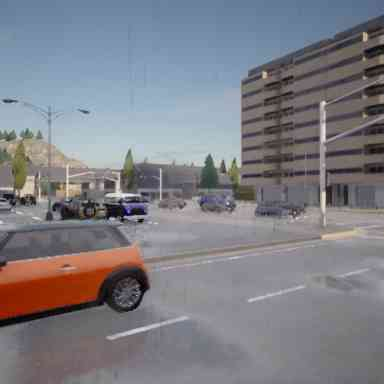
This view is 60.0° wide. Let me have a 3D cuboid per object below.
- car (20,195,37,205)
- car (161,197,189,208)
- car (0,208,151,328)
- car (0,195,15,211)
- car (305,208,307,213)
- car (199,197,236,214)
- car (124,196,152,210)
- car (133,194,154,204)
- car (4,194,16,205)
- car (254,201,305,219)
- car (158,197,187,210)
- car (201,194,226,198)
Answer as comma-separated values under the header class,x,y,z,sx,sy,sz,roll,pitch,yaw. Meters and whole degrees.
class,x,y,z,sx,sy,sz,roll,pitch,yaw
car,-27.287,1.215,55.334,1.932,1.855,4.605,0,0,-35
car,-2.649,1.577,50.815,1.837,1.490,4.892,0,0,-35
car,-3.111,1.352,6.074,4.553,1.767,2.097,0,0,-36
car,-21.826,1.454,37.877,1.970,1.475,3.806,0,0,-35
car,9.072,1.619,34.292,2.033,1.411,5.357,0,0,-35
car,2.813,1.634,37.066,1.994,1.385,4.181,0,0,-35
car,-8.723,1.671,53.367,1.895,1.301,4.718,0,0,-35
car,-9.306,1.566,66.540,2.128,1.511,4.902,0,0,-35
car,-29.684,1.216,53.710,1.905,1.878,3.866,0,0,-35
car,7.679,1.634,30.212,1.994,1.385,4.181,0,0,-35
car,-2.954,1.634,45.185,1.994,1.385,4.181,0,0,-35
car,3.184,1.294,42.581,2.150,2.045,5.566,0,0,-35
